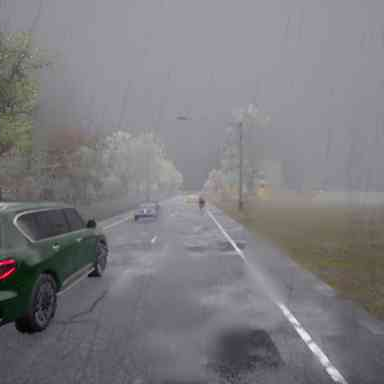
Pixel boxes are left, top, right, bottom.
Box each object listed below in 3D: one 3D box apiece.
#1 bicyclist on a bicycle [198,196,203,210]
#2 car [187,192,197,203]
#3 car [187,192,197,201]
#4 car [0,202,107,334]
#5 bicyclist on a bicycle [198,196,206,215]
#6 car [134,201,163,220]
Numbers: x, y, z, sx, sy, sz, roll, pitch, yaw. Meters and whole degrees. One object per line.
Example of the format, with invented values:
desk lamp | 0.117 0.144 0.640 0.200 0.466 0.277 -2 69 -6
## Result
bicyclist on a bicycle | 0.963 1.325 39.420 0.582 1.620 1.656 0 0 0
car | 0.032 1.281 60.975 1.882 1.535 5.008 0 0 1
car | -0.002 0.981 76.175 2.150 2.045 5.566 0 0 0
car | -3.404 1.199 6.859 2.150 2.045 5.566 0 0 0
bicyclist on a bicycle | 0.965 1.271 30.632 0.659 1.776 1.843 0 0 0
car | -3.401 1.461 26.688 2.033 1.411 5.357 0 0 0
